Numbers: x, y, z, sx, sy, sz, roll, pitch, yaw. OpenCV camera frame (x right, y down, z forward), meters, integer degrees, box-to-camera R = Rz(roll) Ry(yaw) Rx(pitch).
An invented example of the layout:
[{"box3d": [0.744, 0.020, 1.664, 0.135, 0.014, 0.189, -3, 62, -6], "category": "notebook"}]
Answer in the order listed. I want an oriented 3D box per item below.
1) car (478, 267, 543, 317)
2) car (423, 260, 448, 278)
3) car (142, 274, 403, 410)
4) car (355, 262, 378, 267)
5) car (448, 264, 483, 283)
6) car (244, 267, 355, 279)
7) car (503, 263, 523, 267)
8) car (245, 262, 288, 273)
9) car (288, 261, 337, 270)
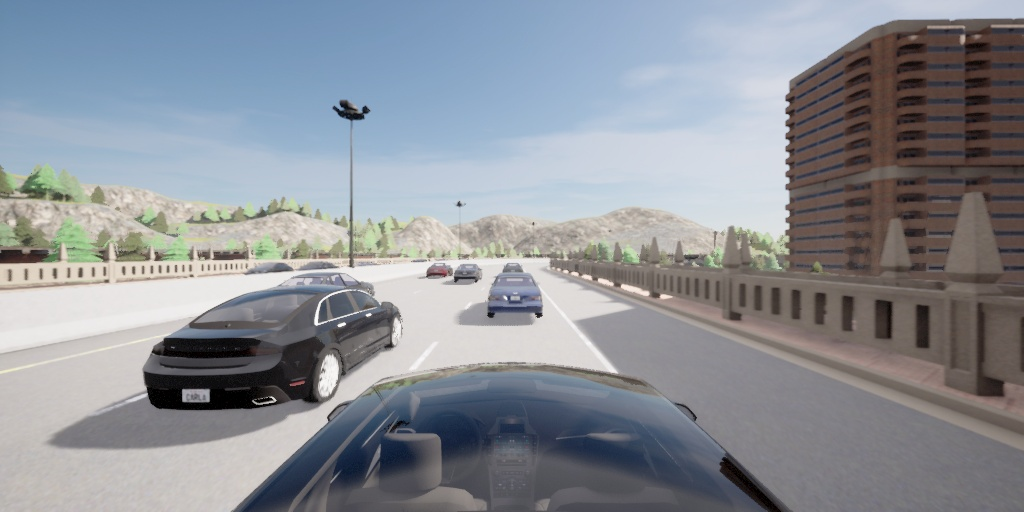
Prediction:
[{"box3d": [0.096, 1.298, 13.144, 2.033, 1.411, 5.357, 0, 0, 0], "category": "car"}, {"box3d": [-6.913, 1.315, 34.634, 1.994, 1.385, 4.181, 0, 0, 0], "category": "car"}, {"box3d": [-3.402, 1.255, 6.282, 1.837, 1.490, 4.892, 0, 0, 0], "category": "car"}, {"box3d": [-14.110, 1.298, 34.188, 2.033, 1.411, 5.357, 0, 0, 0], "category": "car"}, {"box3d": [-3.411, 1.299, 28.398, 2.033, 1.411, 5.357, 0, 0, 0], "category": "car"}, {"box3d": [-6.905, 1.297, 13.272, 2.033, 1.411, 5.357, 0, 0, 0], "category": "car"}, {"box3d": [0.086, 1.316, 34.565, 1.994, 1.385, 4.181, 0, 0, 0], "category": "car"}, {"box3d": [-21.107, 1.275, 31.469, 1.812, 1.442, 4.674, 0, 0, 0], "category": "car"}, {"box3d": [-17.607, 1.255, 32.460, 1.837, 1.490, 4.892, 0, 0, 0], "category": "car"}]
